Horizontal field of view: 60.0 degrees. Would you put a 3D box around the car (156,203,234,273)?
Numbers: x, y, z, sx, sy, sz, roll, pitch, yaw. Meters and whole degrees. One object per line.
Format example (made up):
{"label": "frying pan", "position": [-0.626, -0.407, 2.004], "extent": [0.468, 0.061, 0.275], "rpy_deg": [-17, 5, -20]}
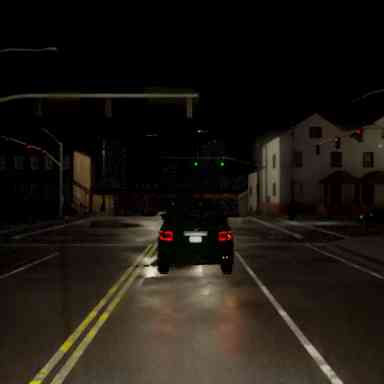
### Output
{"label": "car", "position": [0.107, 1.364, 11.300], "extent": [2.150, 2.045, 5.566], "rpy_deg": [0, -1, 0]}

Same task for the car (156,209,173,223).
{"label": "car", "position": [-3.565, 3.143, 43.326], "extent": [1.812, 1.442, 4.674], "rpy_deg": [0, -9, 0]}

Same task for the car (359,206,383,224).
{"label": "car", "position": [16.582, 1.842, 27.786], "extent": [4.902, 1.511, 2.128], "rpy_deg": [0, -1, -1]}
